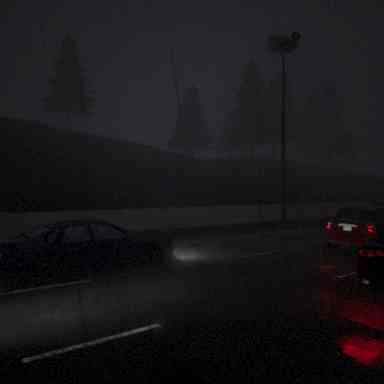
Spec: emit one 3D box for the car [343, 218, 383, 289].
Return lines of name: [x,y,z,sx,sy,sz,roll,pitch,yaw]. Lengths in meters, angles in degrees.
car: [5.971,1.477,8.005,5.008,1.535,1.882,0,0,-35]

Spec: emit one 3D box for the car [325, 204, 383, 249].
car: [7.372,1.352,13.300,4.553,1.767,2.097,0,0,-35]

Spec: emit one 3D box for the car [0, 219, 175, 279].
car: [-3.176,1.548,10.079,5.357,1.411,2.033,0,0,-36]

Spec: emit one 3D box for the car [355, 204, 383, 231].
car: [12.962,1.547,21.523,5.357,1.411,2.033,0,0,-35]
